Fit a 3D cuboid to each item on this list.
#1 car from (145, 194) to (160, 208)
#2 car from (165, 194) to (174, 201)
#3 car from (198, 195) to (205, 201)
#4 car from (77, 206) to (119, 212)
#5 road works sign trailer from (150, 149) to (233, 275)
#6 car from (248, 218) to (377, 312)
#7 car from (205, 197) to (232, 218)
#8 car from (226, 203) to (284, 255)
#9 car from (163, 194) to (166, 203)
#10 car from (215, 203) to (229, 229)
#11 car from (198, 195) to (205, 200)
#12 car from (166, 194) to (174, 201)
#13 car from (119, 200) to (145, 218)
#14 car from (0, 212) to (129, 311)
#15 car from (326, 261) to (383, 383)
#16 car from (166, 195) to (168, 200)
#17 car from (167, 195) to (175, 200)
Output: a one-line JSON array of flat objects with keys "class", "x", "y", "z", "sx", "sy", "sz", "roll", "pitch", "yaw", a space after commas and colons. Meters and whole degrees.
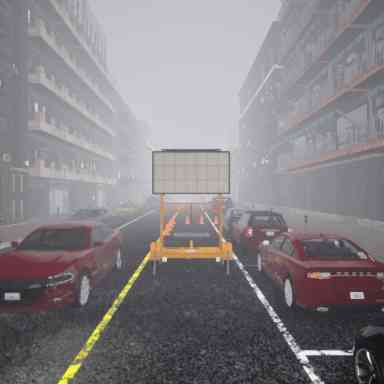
[{"class": "car", "x": -5.779, "y": 1.431, "z": 47.072, "sx": 1.967, "sy": 1.590, "sz": 4.097, "roll": 0, "pitch": 0, "yaw": 0}, {"class": "car", "x": -5.853, "y": 1.412, "z": 86.526, "sx": 1.967, "sy": 1.590, "sz": 4.097, "roll": 0, "pitch": 0, "yaw": 0}, {"class": "car", "x": 2.537, "y": 1.500, "z": 81.072, "sx": 1.752, "sy": 1.417, "sz": 4.829, "roll": 0, "pitch": 0, "yaw": 0}, {"class": "car", "x": -5.725, "y": 1.565, "z": 18.889, "sx": 1.947, "sy": 1.339, "sz": 4.313, "roll": 0, "pitch": 0, "yaw": 0}, {"class": "road works sign trailer", "x": -0.020, "y": 0.464, "z": 10.393, "sx": 2.380, "sy": 3.560, "sz": 2.880, "roll": 0, "pitch": 0, "yaw": 0}, {"class": "car", "x": 2.677, "y": 1.545, "z": 7.629, "sx": 1.887, "sy": 1.381, "sz": 4.507, "roll": 0, "pitch": 0, "yaw": 0}, {"class": "car", "x": 2.635, "y": 1.312, "z": 30.175, "sx": 2.192, "sy": 1.841, "sz": 5.009, "roll": 0, "pitch": 0, "yaw": 0}, {"class": "car", "x": 2.666, "y": 1.440, "z": 13.266, "sx": 1.967, "sy": 1.590, "sz": 4.097, "roll": 0, "pitch": 0, "yaw": 0}, {"class": "car", "x": -5.788, "y": 1.304, "z": 52.708, "sx": 2.192, "sy": 1.841, "sz": 5.009, "roll": 0, "pitch": 0, "yaw": 0}, {"class": "car", "x": 2.656, "y": 1.550, "z": 18.901, "sx": 2.008, "sy": 1.369, "sz": 4.403, "roll": 0, "pitch": 0, "yaw": 0}, {"class": "car", "x": 2.516, "y": 1.513, "z": 92.175, "sx": 1.887, "sy": 1.381, "sz": 4.507, "roll": 0, "pitch": 0, "yaw": 0}, {"class": "car", "x": -5.842, "y": 1.290, "z": 80.890, "sx": 2.192, "sy": 1.841, "sz": 5.009, "roll": 0, "pitch": 0, "yaw": 0}, {"class": "car", "x": -5.746, "y": 1.522, "z": 29.992, "sx": 1.752, "sy": 1.417, "sz": 4.829, "roll": 0, "pitch": 0, "yaw": 0}, {"class": "car", "x": -3.015, "y": 1.478, "z": 8.077, "sx": 1.882, "sy": 1.535, "sz": 5.008, "roll": 0, "pitch": 0, "yaw": 0}, {"class": "car", "x": 2.687, "y": 1.566, "z": 1.993, "sx": 1.947, "sy": 1.339, "sz": 4.313, "roll": 0, "pitch": 0, "yaw": 0}, {"class": "car", "x": -5.801, "y": 1.568, "z": 58.345, "sx": 1.802, "sy": 1.307, "sz": 4.206, "roll": 0, "pitch": 0, "yaw": 0}, {"class": "car", "x": -5.864, "y": 1.513, "z": 92.163, "sx": 1.887, "sy": 1.381, "sz": 4.507, "roll": 0, "pitch": 0, "yaw": 0}]
